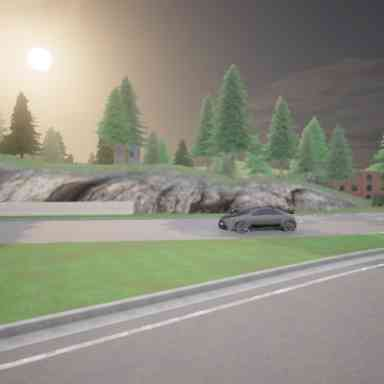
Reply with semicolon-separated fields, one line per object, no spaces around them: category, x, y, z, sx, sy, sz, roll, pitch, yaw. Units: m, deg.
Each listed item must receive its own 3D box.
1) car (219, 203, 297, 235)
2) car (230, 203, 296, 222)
car;3.595;1.520;18.326;4.181;1.385;1.994;0;0;-11
car;5.473;1.537;25.821;4.718;1.301;1.895;0;0;-18
